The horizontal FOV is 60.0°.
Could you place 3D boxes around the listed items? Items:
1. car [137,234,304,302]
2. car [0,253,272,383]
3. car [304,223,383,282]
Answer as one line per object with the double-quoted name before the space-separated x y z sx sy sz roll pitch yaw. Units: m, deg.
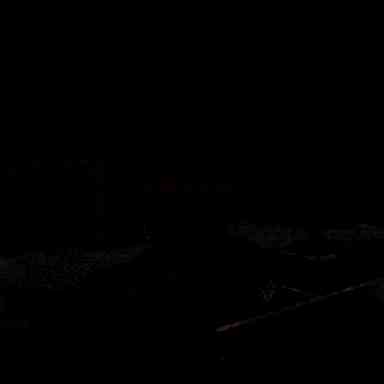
"car" -0.027 1.566 6.516 4.313 1.339 1.947 0 0 -35
"car" -1.799 1.526 2.098 4.674 1.442 1.812 0 0 -35
"car" 4.454 1.581 9.708 4.206 1.307 1.802 0 0 -35
